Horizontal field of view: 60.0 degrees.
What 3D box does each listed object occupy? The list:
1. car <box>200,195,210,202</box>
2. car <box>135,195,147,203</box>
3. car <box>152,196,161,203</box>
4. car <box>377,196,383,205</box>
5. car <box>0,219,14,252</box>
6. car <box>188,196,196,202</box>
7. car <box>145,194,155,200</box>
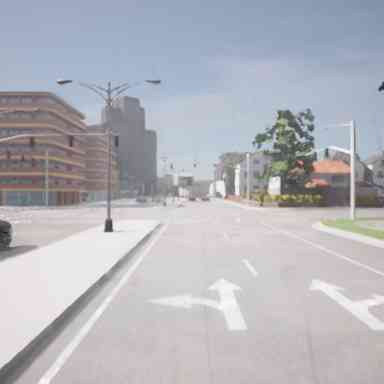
[{"bbox_3d":[3.526,1.816,85.735,1.895,1.301,4.718,0,0,0],"label":"car"},{"bbox_3d":[-11.477,1.551,74.974,2.097,1.767,4.553,0,0,0],"label":"car"},{"bbox_3d":[-7.977,1.720,74.942,2.128,1.511,4.902,0,0,0],"label":"car"},{"bbox_3d":[29.940,1.309,54.811,1.970,1.475,3.806,0,0,0],"label":"car"},{"bbox_3d":[-8.059,1.522,11.306,2.128,1.511,4.902,0,0,0],"label":"car"},{"bbox_3d":[0.026,1.697,85.290,1.882,1.535,5.008,0,0,0],"label":"car"},{"bbox_3d":[-11.473,1.376,90.683,2.128,1.511,4.902,0,0,0],"label":"car"}]
